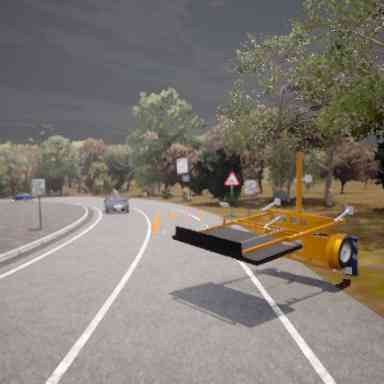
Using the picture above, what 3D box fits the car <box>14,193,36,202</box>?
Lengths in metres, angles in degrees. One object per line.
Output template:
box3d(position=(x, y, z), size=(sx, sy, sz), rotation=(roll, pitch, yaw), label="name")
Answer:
box3d(position=(-30.966, 0.935, 61.491), size=(5.008, 1.535, 1.882), rotation=(-2, 4, 33), label="car")

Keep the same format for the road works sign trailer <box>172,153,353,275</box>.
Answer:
box3d(position=(1.625, 0.638, 7.367), size=(3.560, 2.880, 2.380), rotation=(-9, 10, -38), label="road works sign trailer")

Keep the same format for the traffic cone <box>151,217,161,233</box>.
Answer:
box3d(position=(-1.870, 1.710, 16.632), size=(0.340, 0.580, 0.340), rotation=(-1, 2, -4), label="traffic cone")

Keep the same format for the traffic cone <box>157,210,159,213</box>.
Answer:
box3d(position=(-2.169, 1.584, 20.618), size=(0.340, 0.580, 0.340), rotation=(-1, 2, -4), label="traffic cone")

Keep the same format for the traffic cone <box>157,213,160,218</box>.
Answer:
box3d(position=(-2.019, 1.647, 18.626), size=(0.340, 0.580, 0.340), rotation=(-1, 2, -4), label="traffic cone")

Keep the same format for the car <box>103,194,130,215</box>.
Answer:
box3d(position=(-6.325, 0.969, 27.797), size=(2.128, 1.511, 4.902), rotation=(-2, 2, -17), label="car")
